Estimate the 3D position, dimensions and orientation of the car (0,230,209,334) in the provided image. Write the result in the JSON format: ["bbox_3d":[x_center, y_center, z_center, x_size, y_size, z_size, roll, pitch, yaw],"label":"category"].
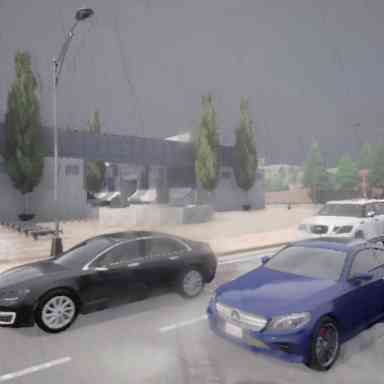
[{"bbox_3d":[-1.625,1.656,7.230,4.892,1.490,1.837,0,-1,-37],"label":"car"}]

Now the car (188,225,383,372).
[{"bbox_3d":[2.383,1.582,5.910,4.674,1.442,1.812,0,-1,-38],"label":"car"}]

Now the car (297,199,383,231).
[{"bbox_3d":[6.561,1.323,13.758,5.566,2.045,2.150,0,-1,-41],"label":"car"}]
